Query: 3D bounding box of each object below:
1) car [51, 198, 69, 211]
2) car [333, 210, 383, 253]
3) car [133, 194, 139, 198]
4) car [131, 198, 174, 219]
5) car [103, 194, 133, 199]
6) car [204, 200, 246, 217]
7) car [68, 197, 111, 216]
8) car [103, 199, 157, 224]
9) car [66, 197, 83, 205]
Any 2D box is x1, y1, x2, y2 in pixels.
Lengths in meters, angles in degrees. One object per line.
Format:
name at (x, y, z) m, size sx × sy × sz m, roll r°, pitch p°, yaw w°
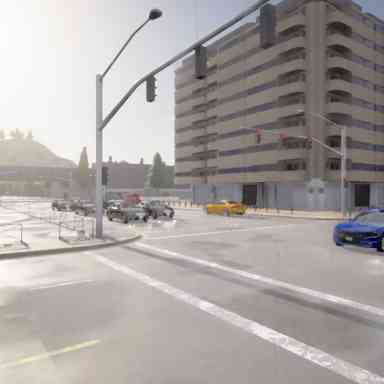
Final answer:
car at (-16.115, 1.547, 41.424) m, size 2.128 × 1.511 × 4.902 m, roll 0°, pitch 0°, yaw -35°
car at (7.973, 1.503, 14.105) m, size 5.008 × 1.535 × 1.882 m, roll 0°, pitch 0°, yaw -36°
car at (-9.981, 1.276, 51.258) m, size 2.150 × 2.045 × 5.566 m, roll 0°, pitch 0°, yaw -35°
car at (-3.395, 1.547, 29.499) m, size 2.128 × 1.511 × 4.902 m, roll 0°, pitch 0°, yaw -35°
car at (-9.095, 1.277, 37.551) m, size 2.150 × 2.045 × 5.566 m, roll 0°, pitch 0°, yaw -35°
car at (3.098, 1.533, 32.552) m, size 1.882 × 1.535 × 5.008 m, roll 0°, pitch 0°, yaw -34°
car at (-10.309, 1.547, 33.209) m, size 2.128 × 1.511 × 4.902 m, roll 0°, pitch 0°, yaw -35°
car at (-5.063, 1.547, 25.796) m, size 2.128 × 1.511 × 4.902 m, roll 0°, pitch 0°, yaw -35°
car at (-22.008, 1.619, 62.189) m, size 1.994 × 1.385 × 4.181 m, roll 0°, pitch 0°, yaw -35°
